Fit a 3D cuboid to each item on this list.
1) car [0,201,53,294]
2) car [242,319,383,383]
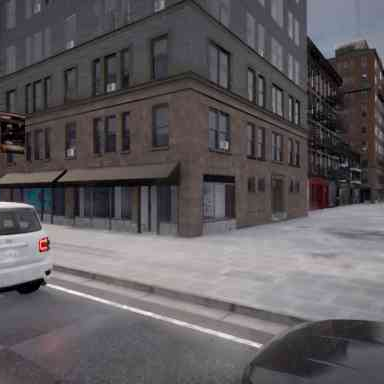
[{"bbox_3d":[-5.466,1.222,7.574,5.566,2.045,2.150,0,0,36],"label":"car"},{"bbox_3d":[2.605,1.505,1.829,4.892,1.490,1.837,0,0,36],"label":"car"}]
